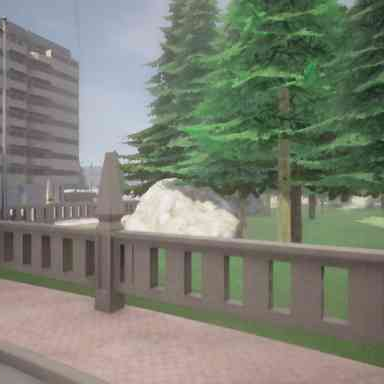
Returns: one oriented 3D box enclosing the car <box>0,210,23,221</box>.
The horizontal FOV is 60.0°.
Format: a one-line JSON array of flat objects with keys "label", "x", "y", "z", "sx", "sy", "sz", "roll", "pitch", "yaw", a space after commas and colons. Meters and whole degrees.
[{"label": "car", "x": -12.995, "y": 1.585, "z": 21.365, "sx": 1.895, "sy": 1.301, "sz": 4.718, "roll": 0, "pitch": 0, "yaw": 28}]
